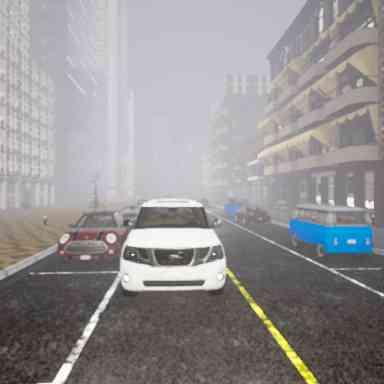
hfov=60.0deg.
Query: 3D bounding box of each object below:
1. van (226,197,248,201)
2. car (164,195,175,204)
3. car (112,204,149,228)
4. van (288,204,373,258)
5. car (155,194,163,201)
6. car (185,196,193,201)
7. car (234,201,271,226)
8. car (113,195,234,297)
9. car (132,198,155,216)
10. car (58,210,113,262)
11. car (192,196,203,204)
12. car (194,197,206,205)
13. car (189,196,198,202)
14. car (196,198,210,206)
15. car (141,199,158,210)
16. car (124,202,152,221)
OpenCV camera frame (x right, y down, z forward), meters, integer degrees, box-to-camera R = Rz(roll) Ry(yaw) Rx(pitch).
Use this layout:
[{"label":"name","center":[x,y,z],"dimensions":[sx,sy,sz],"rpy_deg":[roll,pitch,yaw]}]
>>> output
[{"label":"van","center":[3.843,1.391,29.094],"dimensions":[1.690,1.788,3.998],"rpy_deg":[0,0,-4]},{"label":"car","center":[-4.363,1.446,64.359],"dimensions":[2.097,1.767,4.553],"rpy_deg":[0,0,-4]},{"label":"car","center":[-4.125,1.568,22.991],"dimensions":[2.008,1.369,4.403],"rpy_deg":[0,0,-4]},{"label":"van","center":[5.017,1.369,12.568],"dimensions":[1.690,1.788,3.998],"rpy_deg":[0,0,-4]},{"label":"car","center":[-8.823,1.462,89.101],"dimensions":[2.192,1.841,5.009],"rpy_deg":[0,0,-4]},{"label":"car","center":[-0.855,1.731,95.202],"dimensions":[1.887,1.381,4.507],"rpy_deg":[0,0,-4]},{"label":"car","center":[4.235,1.587,23.585],"dimensions":[1.887,1.381,4.507],"rpy_deg":[0,0,-4]},{"label":"car","center":[-0.531,1.230,9.002],"dimensions":[2.150,2.045,5.566],"rpy_deg":[0,0,-4]},{"label":"car","center":[-4.908,1.473,34.011],"dimensions":[1.967,1.590,4.097],"rpy_deg":[0,0,-4]},{"label":"car","center":[-3.342,1.444,11.975],"dimensions":[1.967,1.590,4.097],"rpy_deg":[0,0,-4]},{"label":"car","center":[1.090,1.643,67.827],"dimensions":[1.752,1.417,4.829],"rpy_deg":[0,0,-4]},{"label":"car","center":[1.483,1.631,62.318],"dimensions":[1.752,1.417,4.829],"rpy_deg":[0,0,-4]},{"label":"car","center":[0.320,1.689,78.676],"dimensions":[1.887,1.381,4.507],"rpy_deg":[0,0,-4]},{"label":"car","center":[1.886,1.660,56.640],"dimensions":[1.947,1.339,4.313],"rpy_deg":[0,0,-4]},{"label":"car","center":[-5.691,1.615,45.028],"dimensions":[1.947,1.339,4.313],"rpy_deg":[0,0,-4]},{"label":"car","center":[-4.517,1.576,28.501],"dimensions":[2.008,1.369,4.403],"rpy_deg":[0,0,-4]}]
